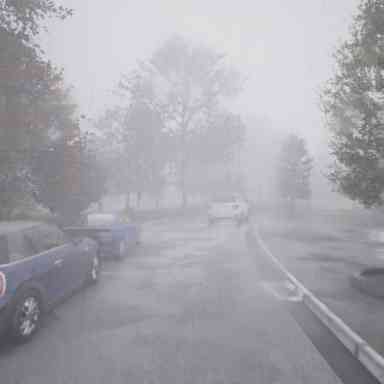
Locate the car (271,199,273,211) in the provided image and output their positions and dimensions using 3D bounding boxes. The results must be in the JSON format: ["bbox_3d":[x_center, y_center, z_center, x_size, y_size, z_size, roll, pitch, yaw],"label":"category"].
[{"bbox_3d":[10.369,1.677,43.068,2.231,1.521,4.892,-4,-3,42],"label":"car"}]

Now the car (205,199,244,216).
[{"bbox_3d":[3.404,1.522,33.873,2.231,1.521,4.892,-2,-1,29],"label":"car"}]

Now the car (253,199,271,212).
[{"bbox_3d":[6.841,1.585,38.620,2.097,1.535,5.008,-3,-4,36],"label":"car"}]

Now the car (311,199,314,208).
[{"bbox_3d":[14.479,1.775,46.864,5.008,1.535,2.097,0,-3,-40],"label":"car"}]

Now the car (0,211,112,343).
[{"bbox_3d":[-3.404,1.337,6.620,2.185,1.767,4.553,-1,1,2],"label":"car"}]

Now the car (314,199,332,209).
[{"bbox_3d":[19.130,1.828,50.229,4.892,1.521,2.231,1,-4,-32],"label":"car"}]

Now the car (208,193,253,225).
[{"bbox_3d":[2.609,1.089,22.895,2.150,2.045,5.566,-2,-1,16],"label":"car"}]

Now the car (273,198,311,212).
[{"bbox_3d":[11.697,1.489,38.846,1.837,1.490,4.892,-4,-3,40],"label":"car"}]

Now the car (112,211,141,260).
[{"bbox_3d":[-3.164,1.439,12.323,2.097,1.535,5.008,0,0,2],"label":"car"}]

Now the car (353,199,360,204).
[{"bbox_3d":[29.421,1.535,55.202,5.566,2.045,2.435,-1,-4,-20],"label":"car"}]
